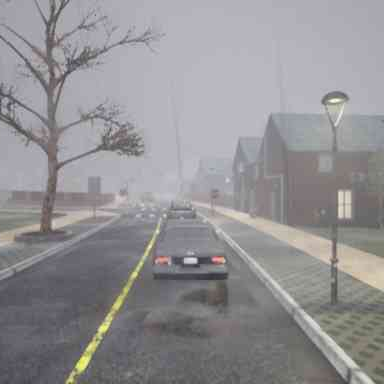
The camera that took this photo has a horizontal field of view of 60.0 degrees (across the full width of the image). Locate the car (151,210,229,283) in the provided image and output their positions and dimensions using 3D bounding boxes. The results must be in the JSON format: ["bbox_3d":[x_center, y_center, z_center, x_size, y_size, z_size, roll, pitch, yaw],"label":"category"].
[{"bbox_3d":[-0.110,1.479,9.524,2.033,1.411,5.357,0,0,-2],"label":"car"}]

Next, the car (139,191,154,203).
[{"bbox_3d":[-7.776,0.802,57.244,2.150,2.045,5.566,0,1,-9],"label":"car"}]

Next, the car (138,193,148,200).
[{"bbox_3d":[-10.652,0.963,72.669,1.837,1.490,4.892,0,0,-12],"label":"car"}]

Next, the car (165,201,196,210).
[{"bbox_3d":[-0.722,1.336,21.764,2.128,1.511,4.902,0,0,-4],"label":"car"}]
